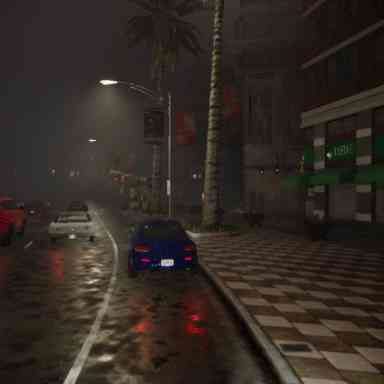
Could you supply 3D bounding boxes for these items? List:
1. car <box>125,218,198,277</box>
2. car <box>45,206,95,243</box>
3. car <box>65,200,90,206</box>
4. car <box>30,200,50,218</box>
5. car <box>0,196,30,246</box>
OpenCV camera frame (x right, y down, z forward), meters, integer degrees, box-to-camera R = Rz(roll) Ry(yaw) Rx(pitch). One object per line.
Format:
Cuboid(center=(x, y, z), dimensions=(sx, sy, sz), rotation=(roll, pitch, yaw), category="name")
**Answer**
Cuboid(center=(-1.034, 1.524, 10.202), dimensions=(1.812, 1.442, 4.674), rotation=(0, 0, -11), category="car")
Cuboid(center=(-5.783, 1.596, 16.258), dimensions=(1.895, 1.301, 4.718), rotation=(0, 0, -18), category="car")
Cuboid(center=(-10.548, 1.498, 30.680), dimensions=(1.837, 1.490, 4.892), rotation=(0, 0, -18), category="car")
Cuboid(center=(-13.928, 1.465, 29.756), dimensions=(1.882, 1.535, 5.008), rotation=(0, 0, -18), category="car")
Cuboid(center=(-9.077, 1.209, 15.070), dimensions=(2.150, 2.045, 5.566), rotation=(0, 0, -18), category="car")
